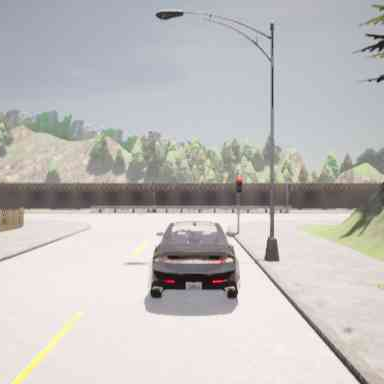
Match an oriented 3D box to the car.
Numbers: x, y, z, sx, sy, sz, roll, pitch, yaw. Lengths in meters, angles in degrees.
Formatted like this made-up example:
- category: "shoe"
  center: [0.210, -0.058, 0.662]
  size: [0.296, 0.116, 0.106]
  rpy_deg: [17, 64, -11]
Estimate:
- category: "car"
  center: [0.067, 1.477, 8.427]
  size: [2.128, 1.511, 4.902]
  rpy_deg: [0, 0, 1]
